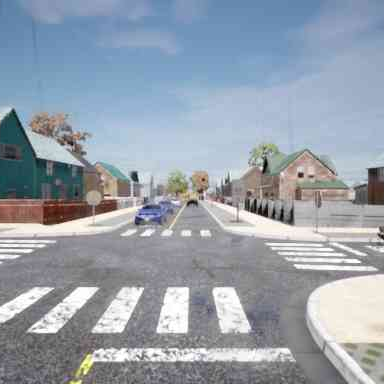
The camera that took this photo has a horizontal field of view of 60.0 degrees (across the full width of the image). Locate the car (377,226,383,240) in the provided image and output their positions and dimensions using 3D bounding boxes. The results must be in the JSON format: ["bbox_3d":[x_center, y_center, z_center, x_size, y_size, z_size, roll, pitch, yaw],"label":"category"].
[{"bbox_3d":[10.463,1.744,13.878,4.718,1.301,1.895,1,1,2],"label":"car"}]

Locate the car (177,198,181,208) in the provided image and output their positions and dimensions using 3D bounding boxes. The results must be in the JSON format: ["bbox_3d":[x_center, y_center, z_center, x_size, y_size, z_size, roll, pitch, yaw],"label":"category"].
[{"bbox_3d":[-2.780,1.694,51.604,1.812,1.442,4.674,0,0,0],"label":"car"}]

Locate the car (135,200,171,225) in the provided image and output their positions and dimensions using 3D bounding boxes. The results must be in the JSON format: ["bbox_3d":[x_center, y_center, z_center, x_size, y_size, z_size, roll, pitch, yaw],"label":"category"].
[{"bbox_3d":[-2.877,1.555,24.276,1.812,1.442,4.674,0,0,2],"label":"car"}]

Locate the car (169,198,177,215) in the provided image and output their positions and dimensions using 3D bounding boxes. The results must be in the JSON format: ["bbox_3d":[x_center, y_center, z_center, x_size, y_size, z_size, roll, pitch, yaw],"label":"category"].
[{"bbox_3d":[-2.820,1.593,34.892,1.812,1.442,4.674,0,0,0],"label":"car"}]

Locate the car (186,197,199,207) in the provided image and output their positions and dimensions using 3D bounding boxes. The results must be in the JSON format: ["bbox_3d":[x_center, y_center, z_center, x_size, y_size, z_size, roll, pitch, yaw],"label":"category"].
[{"bbox_3d":[0.095,1.707,55.927,1.837,1.490,4.892,0,0,1],"label":"car"}]

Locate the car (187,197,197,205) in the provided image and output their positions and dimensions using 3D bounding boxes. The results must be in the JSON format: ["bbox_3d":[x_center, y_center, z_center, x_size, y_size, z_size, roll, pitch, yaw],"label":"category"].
[{"bbox_3d":[0.052,1.768,66.174,1.882,1.535,5.008,0,-1,0],"label":"car"}]
